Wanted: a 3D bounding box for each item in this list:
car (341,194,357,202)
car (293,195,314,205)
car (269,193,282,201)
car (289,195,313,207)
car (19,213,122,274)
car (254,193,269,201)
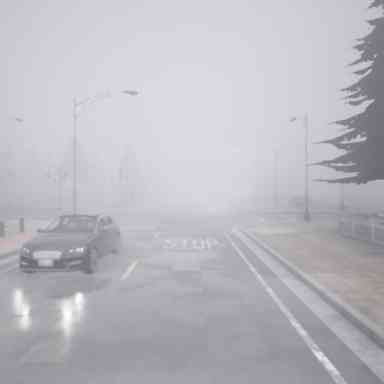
[{"bbox_3d":[29.067,1.061,61.710,1.845,1.501,3.633,0,0,0],"label":"car"},{"bbox_3d":[16.974,1.171,50.829,1.970,1.475,3.806,0,0,0],"label":"car"},{"bbox_3d":[17.292,1.039,69.492,2.152,1.636,5.027,0,0,0],"label":"car"},{"bbox_3d":[13.926,1.192,43.436,1.845,1.501,3.633,0,0,0],"label":"car"},{"bbox_3d":[-3.527,1.447,10.507,2.128,1.511,4.902,0,0,0],"label":"car"},{"bbox_3d":[14.155,1.048,69.469,2.007,1.523,4.514,0,0,0],"label":"car"}]
